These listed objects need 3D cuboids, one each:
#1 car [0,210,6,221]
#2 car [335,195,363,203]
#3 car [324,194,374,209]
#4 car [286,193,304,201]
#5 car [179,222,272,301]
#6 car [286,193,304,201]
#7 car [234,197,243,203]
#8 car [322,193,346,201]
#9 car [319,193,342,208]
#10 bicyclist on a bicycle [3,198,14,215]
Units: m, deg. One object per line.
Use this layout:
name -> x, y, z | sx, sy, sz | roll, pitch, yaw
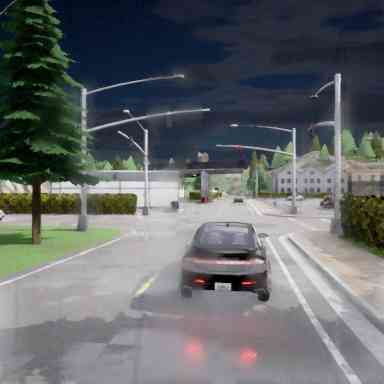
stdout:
car -> -16.577, 1.525, 25.188 | 4.674, 1.442, 1.812 | 0, 0, 8
car -> 29.348, 1.297, 62.282 | 4.514, 1.523, 2.007 | 0, 0, 8
car -> 18.297, 1.339, 38.610 | 4.514, 1.523, 2.007 | 0, 0, 8
car -> 23.376, 1.360, 75.658 | 3.806, 1.475, 1.970 | 0, 0, 8
car -> 0.886, 1.491, 8.398 | 2.128, 1.511, 4.902 | 0, 0, 8
car -> 24.442, 1.076, 78.866 | 3.866, 1.878, 1.905 | 0, 0, 8
car -> 9.451, 1.600, 67.387 | 1.895, 1.301, 4.718 | 0, 0, 8
car -> 31.779, 1.096, 74.520 | 4.605, 1.855, 1.932 | 0, 0, 8
car -> 18.680, 1.330, 41.724 | 5.027, 1.636, 2.152 | 0, 0, 8
bicyclist on a bicycle -> -17.956, 1.453, 32.524 | 0.582, 1.620, 1.656 | 0, 0, 7
